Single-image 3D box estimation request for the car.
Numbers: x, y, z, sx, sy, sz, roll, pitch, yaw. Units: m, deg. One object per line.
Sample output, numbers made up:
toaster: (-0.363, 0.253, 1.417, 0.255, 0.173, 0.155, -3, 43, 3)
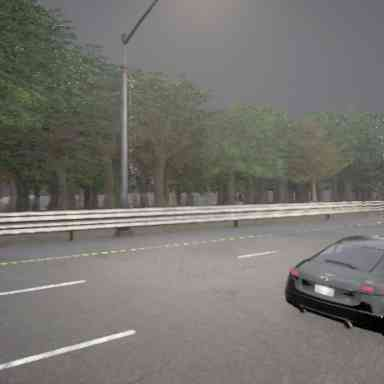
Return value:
car: (3.779, 1.567, 6.567, 4.181, 1.385, 1.994, 0, 0, -36)
